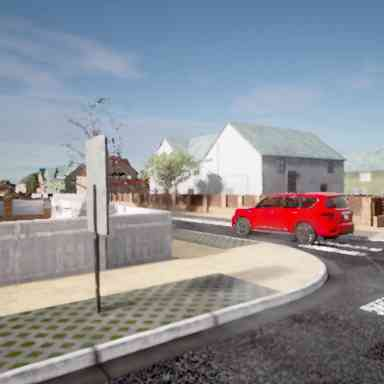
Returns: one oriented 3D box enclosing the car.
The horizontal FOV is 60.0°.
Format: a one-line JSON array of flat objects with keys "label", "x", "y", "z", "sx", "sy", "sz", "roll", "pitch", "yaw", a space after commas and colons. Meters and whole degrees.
[{"label": "car", "x": 4.269, "y": 1.053, "z": 14.902, "sx": 2.150, "sy": 2.045, "sz": 5.566, "roll": -1, "pitch": 1, "yaw": -39}]
